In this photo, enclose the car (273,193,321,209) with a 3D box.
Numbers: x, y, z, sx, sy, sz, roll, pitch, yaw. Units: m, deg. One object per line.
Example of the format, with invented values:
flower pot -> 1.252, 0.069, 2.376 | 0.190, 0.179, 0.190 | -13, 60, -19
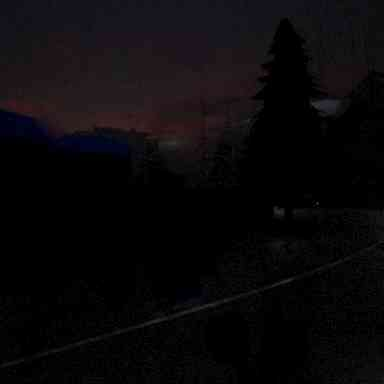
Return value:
car -> 9.508, 0.783, 30.672 | 1.812, 1.442, 4.674 | -2, 1, -36
